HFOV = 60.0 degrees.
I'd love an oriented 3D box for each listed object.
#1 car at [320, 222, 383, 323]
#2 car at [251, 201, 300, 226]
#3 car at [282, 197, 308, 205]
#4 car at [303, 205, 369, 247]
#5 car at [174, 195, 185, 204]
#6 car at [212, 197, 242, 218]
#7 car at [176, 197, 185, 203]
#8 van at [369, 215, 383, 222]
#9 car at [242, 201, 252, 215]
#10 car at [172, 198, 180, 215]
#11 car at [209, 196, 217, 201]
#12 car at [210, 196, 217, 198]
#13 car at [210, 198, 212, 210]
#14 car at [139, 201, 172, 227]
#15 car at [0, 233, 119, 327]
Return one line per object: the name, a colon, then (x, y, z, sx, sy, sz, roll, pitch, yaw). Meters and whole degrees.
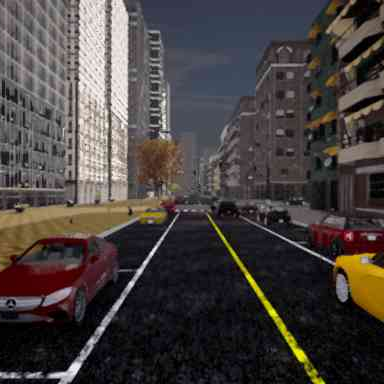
car: (3.906, 1.501, 5.056, 1.882, 1.535, 5.008, 0, 0, 0)
car: (5.752, 1.613, 23.577, 2.008, 1.369, 4.403, 0, 0, 0)
car: (16.580, 1.511, 54.016, 4.403, 1.369, 2.008, -1, 1, 0)
car: (5.718, 1.482, 12.512, 1.967, 1.590, 4.097, 0, 0, 0)
car: (-2.498, 1.456, 67.056, 2.192, 1.841, 5.009, 0, 0, 0)
car: (3.143, 1.545, 30.674, 1.882, 1.535, 5.008, 0, 0, 1)
car: (-2.482, 1.724, 72.579, 1.947, 1.339, 4.313, 0, 0, 0)
van: (5.702, 1.373, 6.979, 1.690, 1.788, 3.998, 0, 0, 0)
car: (5.785, 1.635, 34.643, 2.008, 1.369, 4.403, 0, 0, 0)
car: (-2.595, 1.600, 34.668, 1.887, 1.381, 4.507, 0, 0, 0)
car: (5.966, 1.783, 94.814, 1.752, 1.417, 4.829, 0, 0, 0)
car: (5.949, 1.805, 89.121, 1.947, 1.339, 4.313, 0, 0, 0)
car: (3.696, 1.695, 41.827, 1.895, 1.301, 4.718, 0, 0, 17)
car: (-2.629, 1.557, 23.433, 1.752, 1.417, 4.829, 0, 0, 0)
car: (-2.679, 1.585, 7.005, 1.802, 1.307, 4.206, 0, 0, 0)
